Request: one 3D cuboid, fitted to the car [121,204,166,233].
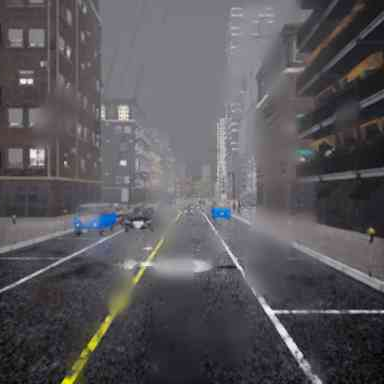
[{"bbox_3d":[-3.103,1.740,21.601,2.128,1.511,4.902,0,-1,0],"label":"car"}]

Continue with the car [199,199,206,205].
[{"bbox_3d":[2.634,2.555,86.283,1.887,1.381,4.507,-1,-1,0],"label":"car"}]

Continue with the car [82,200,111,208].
[{"bbox_3d":[-17.893,2.230,62.481,4.829,1.417,1.752,0,0,0],"label":"car"}]

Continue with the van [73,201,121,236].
[{"bbox_3d":[-5.707,1.570,19.860,1.690,1.788,3.998,-1,-1,0],"label":"van"}]

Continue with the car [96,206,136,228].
[{"bbox_3d":[-5.705,1.845,25.521,2.008,1.369,4.403,-1,-1,0],"label":"car"}]

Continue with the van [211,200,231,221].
[{"bbox_3d":[2.671,1.700,31.153,1.690,1.788,3.998,-1,-1,0],"label":"van"}]

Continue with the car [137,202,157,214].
[{"bbox_3d":[-5.707,2.042,42.512,2.008,1.369,4.403,-1,-1,0],"label":"car"}]

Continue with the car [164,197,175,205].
[{"bbox_3d":[-5.712,2.487,80.576,1.887,1.381,4.507,-1,-1,0],"label":"car"}]
